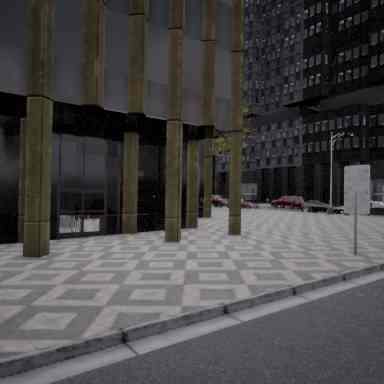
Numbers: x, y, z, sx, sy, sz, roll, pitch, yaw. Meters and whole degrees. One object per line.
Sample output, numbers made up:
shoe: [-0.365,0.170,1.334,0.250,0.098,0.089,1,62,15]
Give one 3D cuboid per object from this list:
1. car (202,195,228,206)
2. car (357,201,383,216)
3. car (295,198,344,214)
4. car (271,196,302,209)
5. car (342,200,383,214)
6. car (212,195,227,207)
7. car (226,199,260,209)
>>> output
car: [4.162,1.512,61.239,2.192,1.841,5.009,1,-1,-35]
car: [16.350,1.518,29.321,2.008,1.369,4.403,1,-1,-35]
car: [13.160,1.540,33.817,1.947,1.339,4.313,1,-1,-35]
car: [13.731,1.488,47.751,2.192,1.841,5.009,1,-1,-35]
car: [20.107,1.709,38.756,2.008,1.369,4.403,1,-1,-35]
car: [3.594,1.312,47.309,2.192,1.841,5.009,1,-1,-35]
car: [6.780,1.571,42.809,1.802,1.307,4.206,1,-1,-35]
